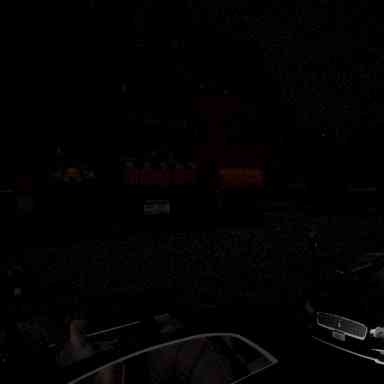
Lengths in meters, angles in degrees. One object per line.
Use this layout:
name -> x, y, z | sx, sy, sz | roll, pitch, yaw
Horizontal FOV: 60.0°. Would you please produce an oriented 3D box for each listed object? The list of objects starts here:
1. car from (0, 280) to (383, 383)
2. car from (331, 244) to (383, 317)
car -> -0.837, 1.550, 2.238 | 4.403, 1.369, 2.008 | 0, -2, -36
car -> 3.595, 1.548, 5.408 | 4.403, 1.369, 2.008 | 0, -2, -36
